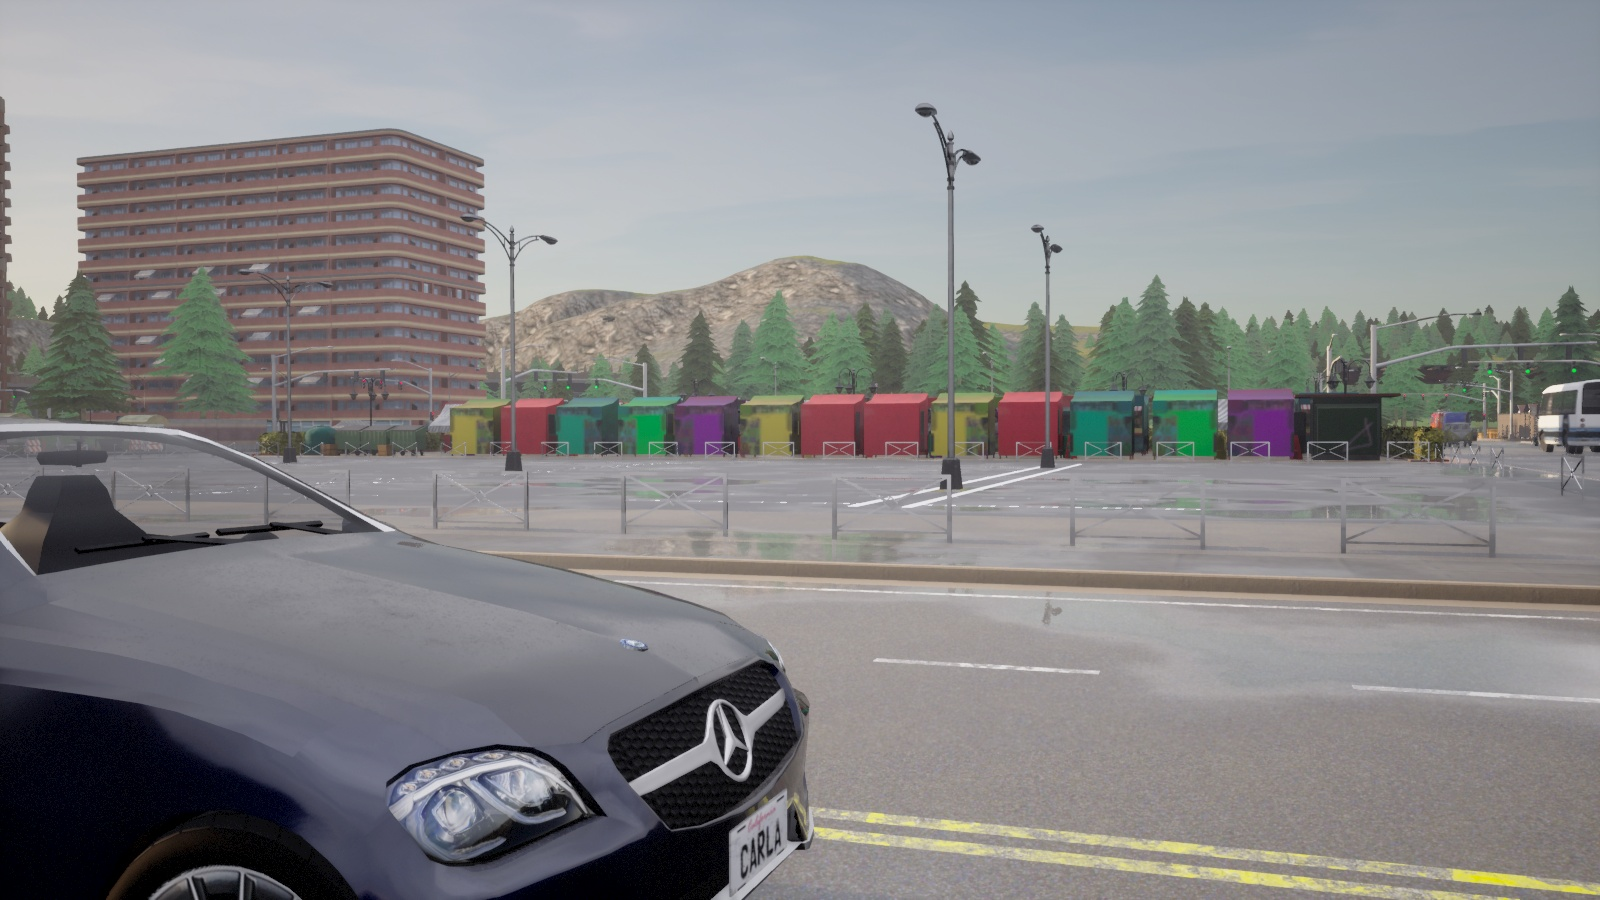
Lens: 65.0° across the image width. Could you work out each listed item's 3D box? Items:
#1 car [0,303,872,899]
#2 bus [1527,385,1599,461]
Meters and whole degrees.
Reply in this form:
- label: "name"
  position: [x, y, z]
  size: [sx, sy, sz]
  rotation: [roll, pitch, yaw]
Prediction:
- label: "car"
  position: [-2.485, 0.531, 4.025]
  size: [5.027, 1.651, 2.152]
  rotation: [1, 1, 19]
- label: "bus"
  position: [46.944, -1.578, 75.179]
  size: [3.944, 4.253, 10.273]
  rotation: [1, 1, 19]
